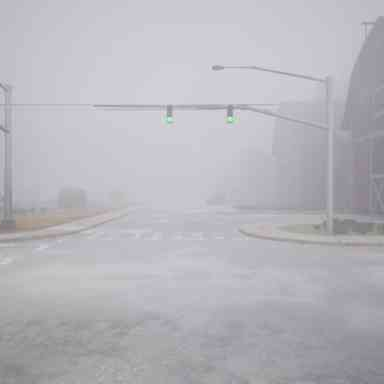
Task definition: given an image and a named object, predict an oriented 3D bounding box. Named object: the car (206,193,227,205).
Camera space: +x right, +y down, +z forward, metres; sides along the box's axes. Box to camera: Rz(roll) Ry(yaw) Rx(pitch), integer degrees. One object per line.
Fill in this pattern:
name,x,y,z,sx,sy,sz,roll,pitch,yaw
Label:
car,4.165,1.138,57.253,1.905,1.878,3.866,-8,3,-42
